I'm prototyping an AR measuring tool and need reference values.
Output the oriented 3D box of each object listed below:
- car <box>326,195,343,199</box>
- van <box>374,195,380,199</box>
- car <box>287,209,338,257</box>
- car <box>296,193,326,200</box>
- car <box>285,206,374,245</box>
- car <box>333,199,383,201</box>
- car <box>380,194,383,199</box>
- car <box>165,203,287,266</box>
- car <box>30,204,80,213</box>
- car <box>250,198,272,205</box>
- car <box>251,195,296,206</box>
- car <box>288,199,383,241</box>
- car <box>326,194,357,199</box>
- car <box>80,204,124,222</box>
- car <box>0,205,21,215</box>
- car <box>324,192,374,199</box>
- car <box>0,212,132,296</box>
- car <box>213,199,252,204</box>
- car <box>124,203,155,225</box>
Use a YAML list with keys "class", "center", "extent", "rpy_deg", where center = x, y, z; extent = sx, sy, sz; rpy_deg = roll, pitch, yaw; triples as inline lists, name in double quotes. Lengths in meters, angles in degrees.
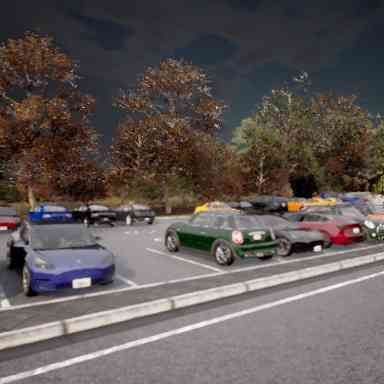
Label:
- class: "car"
  center: [13.711, 1.430, 37.308]
  extent: [2.097, 1.535, 5.008]
  rpy_deg: [-1, 1, -35]
- class: "van"
  center: [20.709, 1.044, 42.086]
  extent: [1.878, 1.987, 4.442]
  rpy_deg: [-1, 1, -35]
- class: "car"
  center: [3.132, 1.616, 13.867]
  extent: [2.163, 1.488, 4.792]
  rpy_deg: [0, 0, -35]
- class: "car"
  center: [11.409, 1.353, 35.736]
  extent: [2.185, 1.767, 4.553]
  rpy_deg: [-1, 1, -35]
- class: "car"
  center: [5.380, 1.627, 15.517]
  extent: [2.163, 1.488, 4.792]
  rpy_deg: [0, 0, -35]
- class: "car"
  center: [9.935, 1.467, 18.718]
  extent: [2.185, 1.767, 4.553]
  rpy_deg: [0, 0, -35]
- class: "car"
  center: [25.202, 1.205, 45.386]
  extent: [2.002, 1.452, 4.674]
  rpy_deg: [-1, 1, -35]
- class: "car"
  center: [0.853, 1.443, 12.264]
  extent: [2.185, 1.767, 4.553]
  rpy_deg: [1, 0, -35]
- class: "car"
  center: [-9.112, 1.533, 21.282]
  extent: [2.097, 1.535, 5.008]
  rpy_deg: [1, 0, -35]
- class: "car"
  center: [4.575, 1.572, 30.906]
  extent: [2.097, 1.535, 5.008]
  rpy_deg: [0, 0, -35]
- class: "car"
  center: [6.843, 1.298, 32.526]
  extent: [2.435, 2.045, 5.566]
  rpy_deg: [-1, 0, -35]
- class: "car"
  center: [7.660, 1.474, 17.121]
  extent: [2.185, 1.767, 4.553]
  rpy_deg: [0, 0, -35]
- class: "car"
  center: [15.981, 1.372, 39.135]
  extent: [1.946, 1.575, 5.366]
  rpy_deg: [-1, 1, -35]
- class: "car"
  center: [-6.828, 1.561, 22.885]
  extent: [2.097, 1.535, 5.008]
  rpy_deg: [1, 0, -35]
- class: "car"
  center: [-11.382, 1.526, 19.658]
  extent: [2.163, 1.488, 4.792]
  rpy_deg: [1, -1, -35]
- class: "car"
  center: [18.379, 1.072, 40.557]
  extent: [2.435, 2.045, 5.566]
  rpy_deg: [-1, 1, -35]
- class: "car"
  center: [-3.718, 1.534, 9.057]
  extent: [2.163, 1.488, 4.792]
  rpy_deg: [1, 0, -35]
- class: "car"
  center: [2.402, 1.585, 29.147]
  extent: [1.946, 1.575, 5.366]
  rpy_deg: [0, 0, -35]
- class: "car"
  center: [-4.440, 1.583, 24.561]
  extent: [2.231, 1.521, 4.892]
  rpy_deg: [1, 0, -35]
